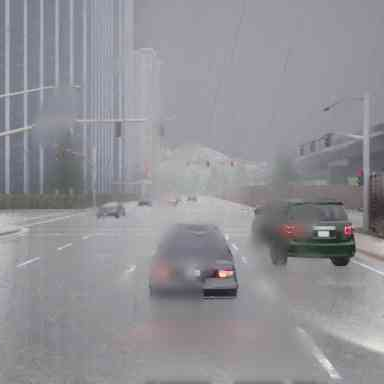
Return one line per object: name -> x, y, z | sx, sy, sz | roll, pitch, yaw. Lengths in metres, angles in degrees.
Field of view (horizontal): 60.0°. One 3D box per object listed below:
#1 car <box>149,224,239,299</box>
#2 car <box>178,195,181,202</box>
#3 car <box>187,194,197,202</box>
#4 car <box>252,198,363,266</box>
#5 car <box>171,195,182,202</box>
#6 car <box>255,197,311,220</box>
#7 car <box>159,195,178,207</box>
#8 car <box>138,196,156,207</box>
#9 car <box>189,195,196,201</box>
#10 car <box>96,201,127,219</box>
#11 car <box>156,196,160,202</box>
car -> 0.057, 1.547, 8.611 | 2.033, 1.411, 5.357 | 0, 0, 1
car -> -3.551, 1.478, 61.512 | 1.882, 1.535, 5.008 | 0, 1, 0
car -> 0.021, 1.355, 78.630 | 2.097, 1.767, 4.553 | 0, 0, 0
car -> 3.574, 1.221, 11.645 | 2.150, 2.045, 5.566 | 0, 0, 1
car -> -3.480, 1.524, 75.836 | 2.128, 1.511, 4.902 | 0, 0, 0
car -> 7.863, 1.383, 28.878 | 4.553, 1.767, 2.097 | 0, 0, 15
car -> -3.580, 1.477, 52.092 | 1.882, 1.535, 5.008 | 0, 0, 0
car -> -7.082, 1.600, 50.837 | 1.895, 1.301, 4.718 | 0, 0, 0
car -> 0.024, 1.500, 88.874 | 1.837, 1.490, 4.892 | 0, 0, 0
car -> -7.093, 1.556, 29.452 | 1.812, 1.442, 4.674 | 0, 0, 0
car -> -6.984, 1.492, 68.906 | 2.128, 1.511, 4.902 | 0, 0, 0
